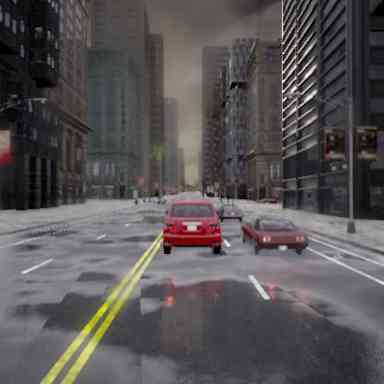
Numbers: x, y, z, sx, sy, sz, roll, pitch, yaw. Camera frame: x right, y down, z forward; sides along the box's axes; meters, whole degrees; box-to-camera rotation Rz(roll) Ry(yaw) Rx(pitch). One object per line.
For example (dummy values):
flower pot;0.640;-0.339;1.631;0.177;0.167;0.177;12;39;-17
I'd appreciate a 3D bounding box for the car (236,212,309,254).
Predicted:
car;3.257;1.730;14.105;1.895;1.301;4.718;0;0;0

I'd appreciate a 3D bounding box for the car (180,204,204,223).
car;0.014;1.827;29.257;1.994;1.385;4.181;0;0;0

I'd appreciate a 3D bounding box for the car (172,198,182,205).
car;-3.228;2.057;71.783;1.882;1.535;5.008;0;0;0

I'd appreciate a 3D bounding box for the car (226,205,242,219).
car;3.260;1.808;28.989;2.033;1.411;5.357;0;0;0

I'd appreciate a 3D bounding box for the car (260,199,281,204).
car;20.758;2.518;86.499;4.507;1.381;1.887;1;-1;0

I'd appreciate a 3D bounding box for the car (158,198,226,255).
car;0.005;1.345;14.029;2.150;2.045;5.566;0;0;0
